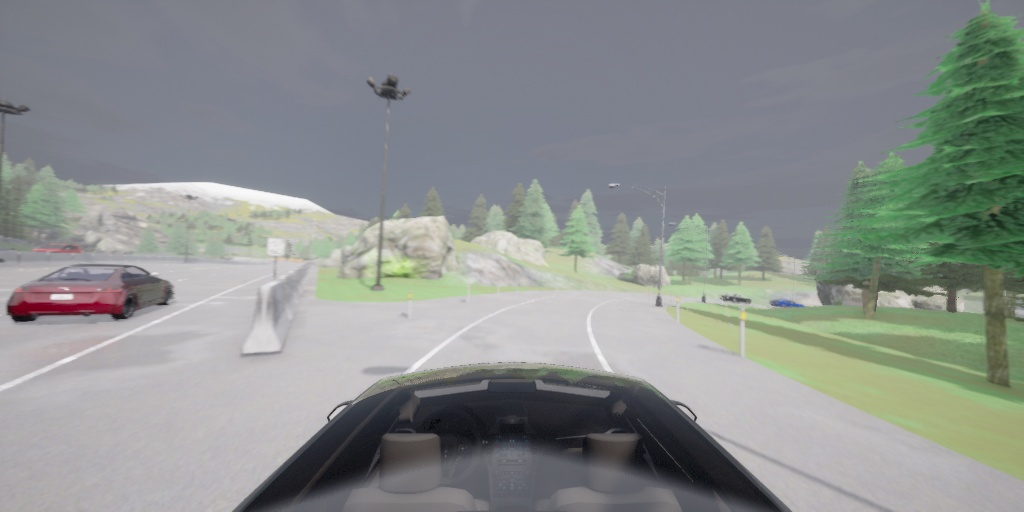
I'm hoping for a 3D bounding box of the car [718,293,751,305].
[{"bbox_3d":[31.037,5.921,49.894,4.718,1.301,1.895,8,-2,-23],"label":"car"}]

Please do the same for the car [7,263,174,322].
[{"bbox_3d":[-11.422,0.904,10.127,1.994,1.385,4.181,3,-1,-28],"label":"car"}]
